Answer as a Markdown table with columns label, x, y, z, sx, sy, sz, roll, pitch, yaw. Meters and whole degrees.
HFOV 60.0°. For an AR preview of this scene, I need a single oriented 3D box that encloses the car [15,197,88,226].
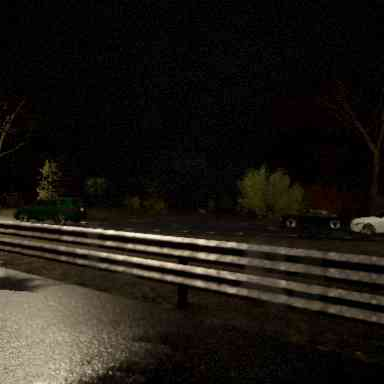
| label | x | y | z | sx | sy | sz | roll | pitch | yaw |
| --- | --- | --- | --- | --- | --- | --- | --- | --- | --- |
| car | -10.867 | 1.436 | 25.781 | 5.566 | 2.045 | 2.150 | 0 | 0 | 15 |

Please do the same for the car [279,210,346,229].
| label | x | y | z | sx | sy | sz | roll | pitch | yaw |
| --- | --- | --- | --- | --- | --- | --- | --- | --- | --- |
| car | 8.736 | 1.937 | 24.068 | 4.718 | 1.301 | 1.895 | 0 | 0 | 15 |

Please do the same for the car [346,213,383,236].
| label | x | y | z | sx | sy | sz | roll | pitch | yaw |
| --- | --- | --- | --- | --- | --- | --- | --- | --- | --- |
| car | 11.903 | 1.832 | 19.577 | 4.674 | 1.442 | 1.812 | 0 | 0 | 15 |
